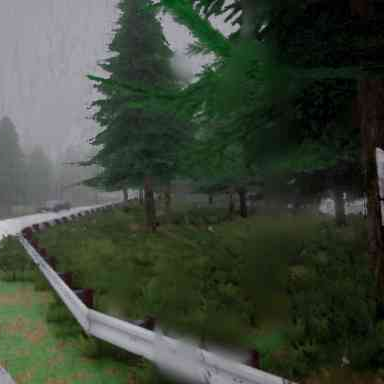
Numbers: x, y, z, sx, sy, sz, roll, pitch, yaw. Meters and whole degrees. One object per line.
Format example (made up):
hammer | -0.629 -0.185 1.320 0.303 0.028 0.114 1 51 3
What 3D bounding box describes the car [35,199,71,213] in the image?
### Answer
car | -14.716 1.516 35.697 2.033 1.411 5.357 -4 1 1
